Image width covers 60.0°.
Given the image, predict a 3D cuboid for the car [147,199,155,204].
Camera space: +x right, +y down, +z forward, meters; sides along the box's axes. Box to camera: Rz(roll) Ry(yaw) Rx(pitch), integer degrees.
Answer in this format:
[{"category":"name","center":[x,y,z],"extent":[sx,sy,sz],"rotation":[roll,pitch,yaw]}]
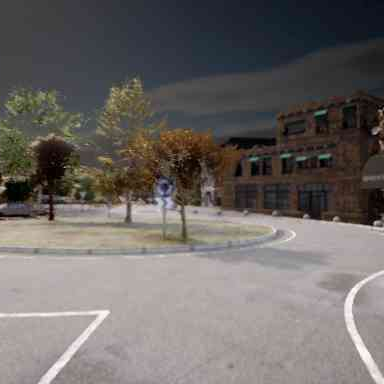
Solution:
[{"category":"car","center":[-11.391,2.680,92.935],"extent":[2.033,1.411,5.357],"rotation":[1,-3,-6]}]

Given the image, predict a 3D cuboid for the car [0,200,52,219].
[{"category":"car","center":[-15.229,1.608,28.222],"extent":[2.033,1.411,5.357],"rotation":[0,-1,40]}]

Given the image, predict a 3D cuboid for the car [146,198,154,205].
[{"category":"car","center":[-9.747,2.152,78.020],"extent":[2.128,1.511,4.902],"rotation":[1,-2,-6]}]

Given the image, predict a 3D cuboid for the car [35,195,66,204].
[{"category":"car","center":[-30.884,1.612,71.814],"extent":[5.566,2.045,2.435],"rotation":[1,-2,-7]}]

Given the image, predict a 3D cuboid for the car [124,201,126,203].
[{"category":"car","center":[-20.278,2.260,86.179],"extent":[4.553,1.767,2.185],"rotation":[1,-2,-7]}]

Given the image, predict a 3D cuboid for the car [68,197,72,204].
[{"category":"car","center":[-31.534,1.760,77.236],"extent":[5.566,2.045,2.435],"rotation":[1,-2,-7]}]

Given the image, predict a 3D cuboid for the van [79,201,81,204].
[{"category":"van","center":[-32.726,2.185,88.338],"extent":[4.442,1.987,1.878],"rotation":[1,-2,-7]}]

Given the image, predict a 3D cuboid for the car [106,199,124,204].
[{"category":"car","center":[-19.211,1.829,77.021],"extent":[5.566,2.045,2.435],"rotation":[1,-2,-7]}]

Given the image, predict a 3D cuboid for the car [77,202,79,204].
[{"category":"car","center":[-32.707,2.295,85.521],"extent":[5.366,1.575,1.946],"rotation":[1,-2,-7]}]

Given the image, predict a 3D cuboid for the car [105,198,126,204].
[{"category":"car","center":[-20.398,2.500,89.095],"extent":[5.366,1.575,1.946],"rotation":[1,-2,-7]}]

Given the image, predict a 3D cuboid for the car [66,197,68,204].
[{"category":"car","center":[-31.226,1.935,74.454],"extent":[4.892,1.521,2.231],"rotation":[1,-2,-7]}]

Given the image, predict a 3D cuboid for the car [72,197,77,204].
[{"category":"car","center":[-32.403,2.197,82.879],"extent":[5.366,1.575,1.946],"rotation":[1,-2,-7]}]
